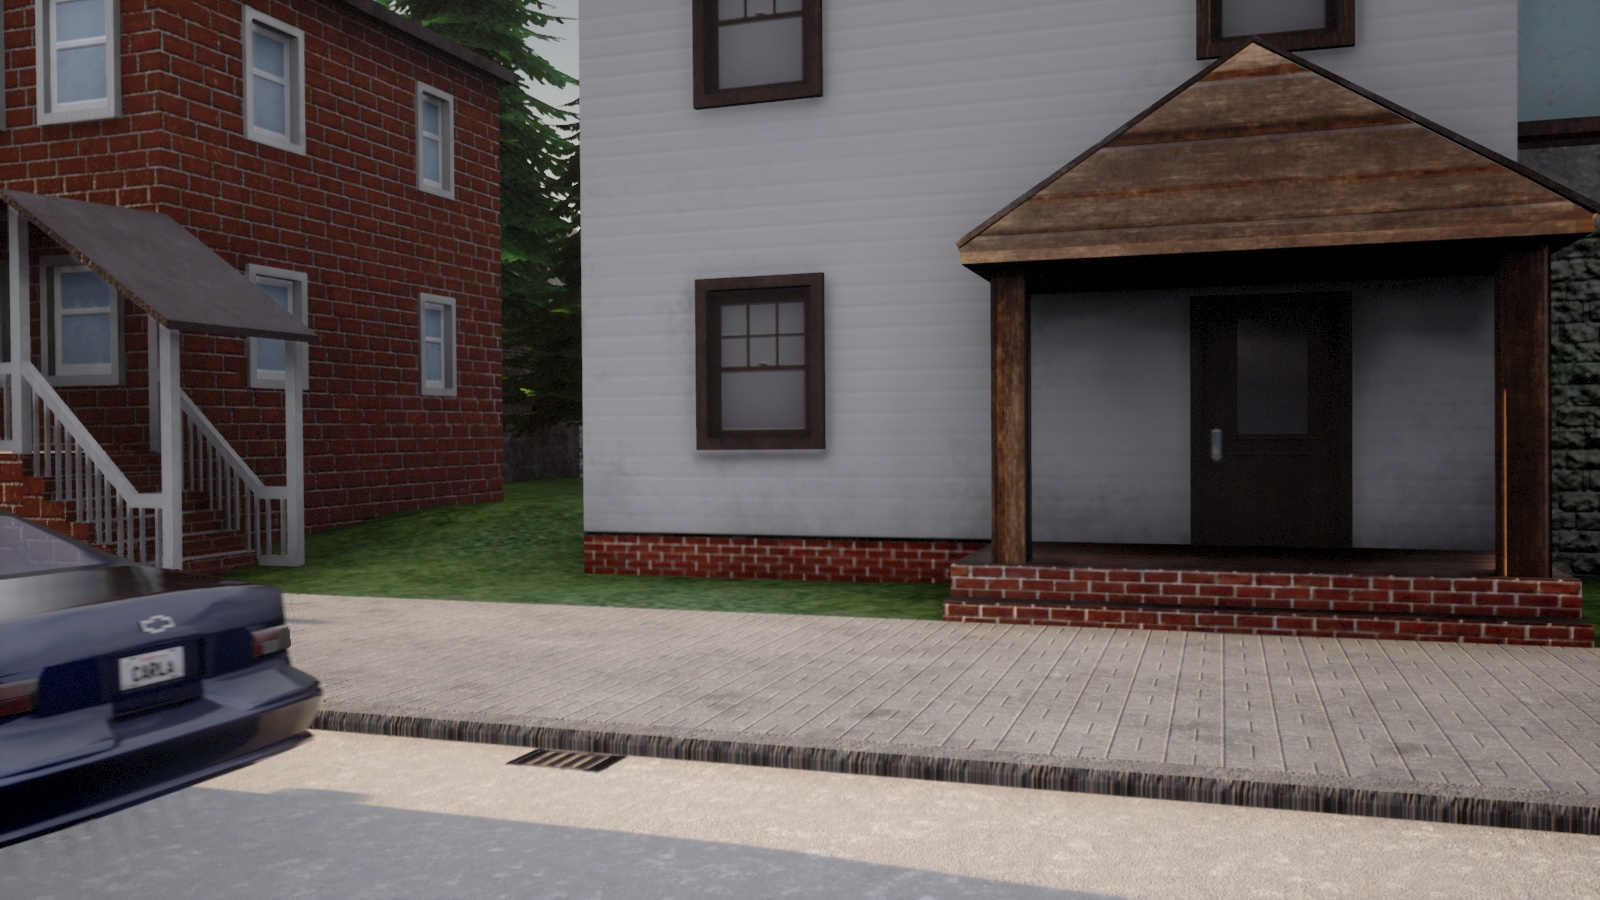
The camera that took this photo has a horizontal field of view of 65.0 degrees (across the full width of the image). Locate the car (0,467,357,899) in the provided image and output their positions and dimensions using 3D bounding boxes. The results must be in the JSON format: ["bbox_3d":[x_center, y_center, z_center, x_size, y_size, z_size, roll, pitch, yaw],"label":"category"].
[{"bbox_3d":[-4.787,0.797,5.333,5.357,1.411,2.033,0,1,19],"label":"car"}]
